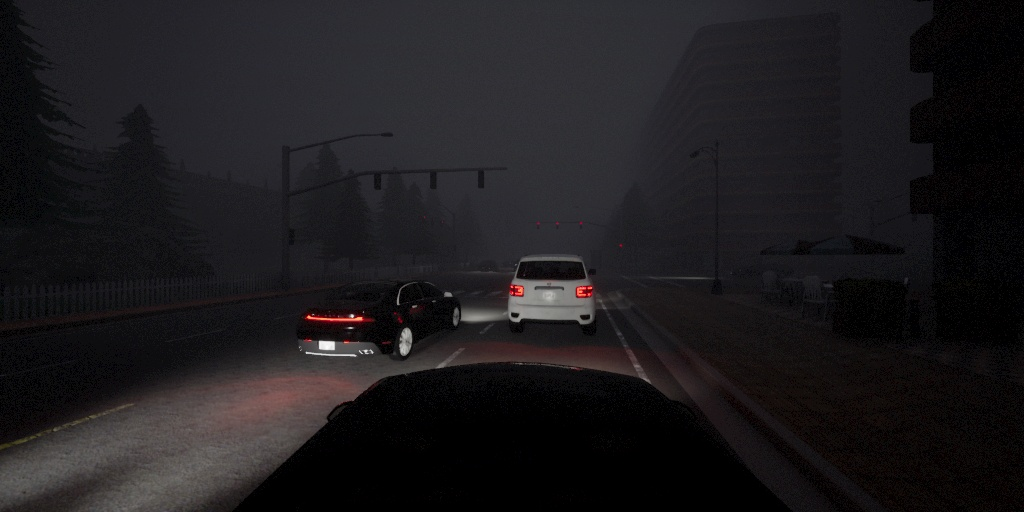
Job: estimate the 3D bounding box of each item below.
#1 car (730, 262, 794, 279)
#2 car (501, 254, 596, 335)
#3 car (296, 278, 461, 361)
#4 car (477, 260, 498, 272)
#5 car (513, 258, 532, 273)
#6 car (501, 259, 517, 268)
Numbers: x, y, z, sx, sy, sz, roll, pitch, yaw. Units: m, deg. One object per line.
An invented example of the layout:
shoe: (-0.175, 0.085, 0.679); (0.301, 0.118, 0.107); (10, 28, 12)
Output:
car: (22.456, 1.297, 32.327); (4.902, 1.511, 2.128); (0, 0, 10)
car: (1.319, 0.971, 10.727); (2.150, 2.045, 5.566); (0, 0, 10)
car: (-2.662, 1.255, 8.394); (1.837, 1.490, 4.892); (0, 0, 10)
car: (-3.135, 1.257, 46.895); (1.837, 1.490, 4.892); (0, -1, 10)
car: (1.246, 1.110, 44.862); (2.097, 1.767, 4.553); (0, 0, -1)
car: (-0.516, 1.228, 61.555); (1.882, 1.535, 5.008); (0, 0, 10)
